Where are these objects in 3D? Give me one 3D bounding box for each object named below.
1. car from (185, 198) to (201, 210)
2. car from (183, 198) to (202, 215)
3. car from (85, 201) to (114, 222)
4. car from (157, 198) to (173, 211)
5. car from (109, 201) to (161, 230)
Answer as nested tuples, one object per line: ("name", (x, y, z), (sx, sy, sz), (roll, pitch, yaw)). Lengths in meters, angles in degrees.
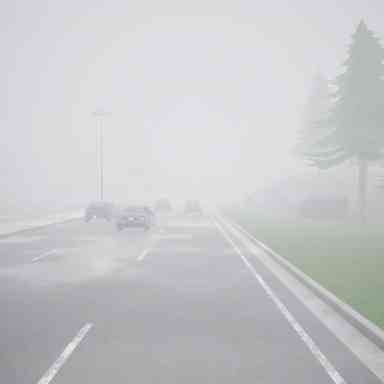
("car", (0.140, 1.547, 44.514), (2.033, 1.411, 5.357), (0, 0, 1))
("car", (0.097, 1.547, 34.439), (2.033, 1.411, 5.357), (0, 0, 0))
("car", (-6.898, 1.503, 26.047), (1.837, 1.490, 4.892), (0, 0, 0))
("car", (-3.394, 1.504, 39.756), (1.837, 1.490, 4.892), (0, 0, 0))
("car", (-3.399, 1.547, 20.816), (2.033, 1.411, 5.357), (0, 0, 0))
